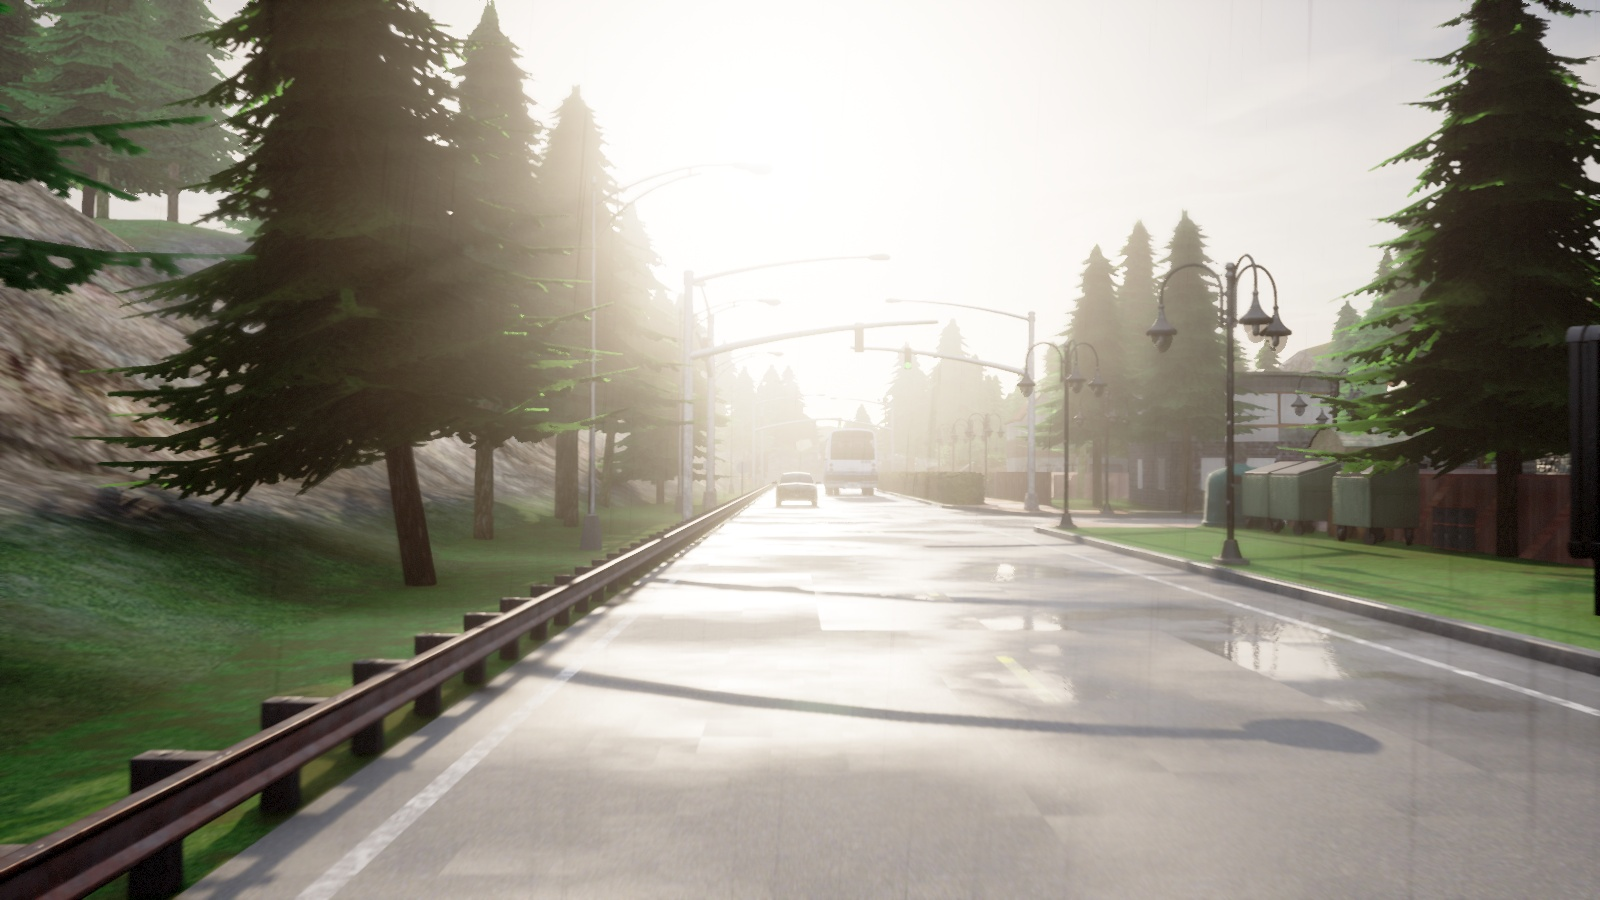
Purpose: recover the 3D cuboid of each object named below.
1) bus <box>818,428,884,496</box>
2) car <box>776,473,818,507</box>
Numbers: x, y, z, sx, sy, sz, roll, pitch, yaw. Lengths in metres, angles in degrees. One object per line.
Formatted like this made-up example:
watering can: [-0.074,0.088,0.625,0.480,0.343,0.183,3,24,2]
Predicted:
bus: [3.292,0.839,84.445,3.944,4.253,10.273,0,-1,0]
car: [-0.139,1.775,57.067,1.837,1.490,4.892,0,-1,0]
